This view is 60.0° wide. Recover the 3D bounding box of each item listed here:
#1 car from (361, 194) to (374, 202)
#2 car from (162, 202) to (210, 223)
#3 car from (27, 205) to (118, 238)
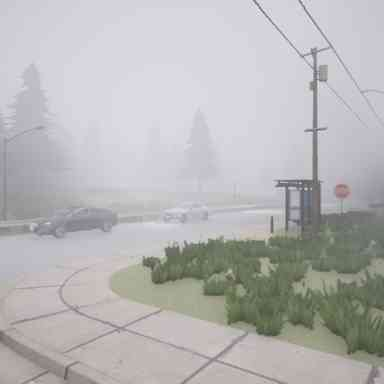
[{"bbox_3d":[40.383,1.354,76.490,2.097,1.767,4.553,0,0,36],"label":"car"},{"bbox_3d":[-0.346,1.524,25.860,1.812,1.442,4.674,0,0,36],"label":"car"},{"bbox_3d":[-6.190,1.490,17.786,2.128,1.511,4.902,0,0,36],"label":"car"}]
